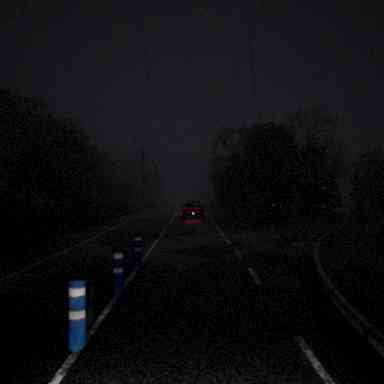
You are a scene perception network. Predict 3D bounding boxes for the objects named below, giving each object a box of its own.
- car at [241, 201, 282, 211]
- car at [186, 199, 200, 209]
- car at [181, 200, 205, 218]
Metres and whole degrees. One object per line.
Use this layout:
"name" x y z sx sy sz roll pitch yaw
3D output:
"car" 8.211 1.669 39.526 1.895 1.301 4.718 6 -5 -43
"car" 0.108 1.781 49.706 1.895 1.301 4.718 1 -2 0
"car" 0.095 1.544 30.586 1.837 1.490 4.892 0 0 0
